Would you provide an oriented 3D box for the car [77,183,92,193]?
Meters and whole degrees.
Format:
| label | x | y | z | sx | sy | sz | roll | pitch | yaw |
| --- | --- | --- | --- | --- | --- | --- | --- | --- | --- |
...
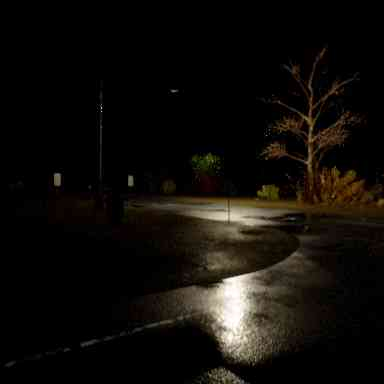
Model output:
| label | x | y | z | sx | sy | sz | roll | pitch | yaw |
| --- | --- | --- | --- | --- | --- | --- | --- | --- | --- |
| car | -18.821 | -0.781 | 58.902 | 2.097 | 1.767 | 4.553 | 0 | 2 | -35 |

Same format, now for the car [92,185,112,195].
| label | x | y | z | sx | sy | sz | roll | pitch | yaw |
| --- | --- | --- | --- | --- | --- | --- | --- | --- | --- |
| car | -13.275 | -0.300 | 51.118 | 1.812 | 1.442 | 4.674 | 0 | 2 | -35 |
